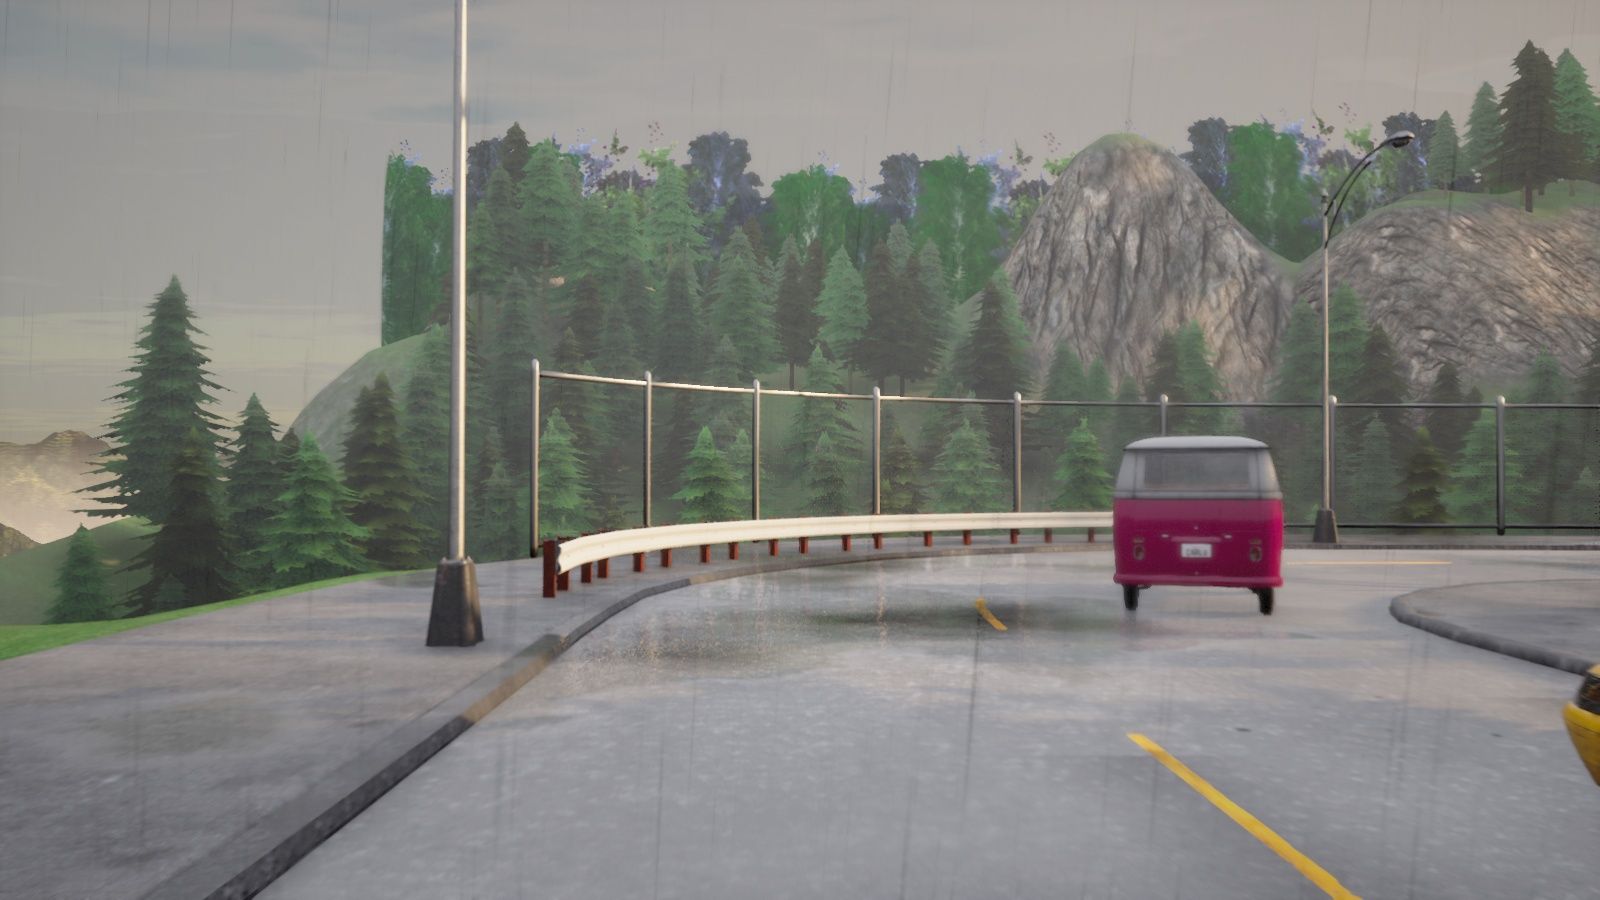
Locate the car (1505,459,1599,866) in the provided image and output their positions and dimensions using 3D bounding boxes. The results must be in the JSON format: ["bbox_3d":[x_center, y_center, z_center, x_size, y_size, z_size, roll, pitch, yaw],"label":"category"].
[{"bbox_3d":[3.994,0.785,2.799,1.801,1.575,5.366,0,-1,0],"label":"car"}]

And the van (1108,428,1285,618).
[{"bbox_3d":[4.938,0.809,15.531,1.775,1.987,4.442,-1,-1,19],"label":"van"}]
